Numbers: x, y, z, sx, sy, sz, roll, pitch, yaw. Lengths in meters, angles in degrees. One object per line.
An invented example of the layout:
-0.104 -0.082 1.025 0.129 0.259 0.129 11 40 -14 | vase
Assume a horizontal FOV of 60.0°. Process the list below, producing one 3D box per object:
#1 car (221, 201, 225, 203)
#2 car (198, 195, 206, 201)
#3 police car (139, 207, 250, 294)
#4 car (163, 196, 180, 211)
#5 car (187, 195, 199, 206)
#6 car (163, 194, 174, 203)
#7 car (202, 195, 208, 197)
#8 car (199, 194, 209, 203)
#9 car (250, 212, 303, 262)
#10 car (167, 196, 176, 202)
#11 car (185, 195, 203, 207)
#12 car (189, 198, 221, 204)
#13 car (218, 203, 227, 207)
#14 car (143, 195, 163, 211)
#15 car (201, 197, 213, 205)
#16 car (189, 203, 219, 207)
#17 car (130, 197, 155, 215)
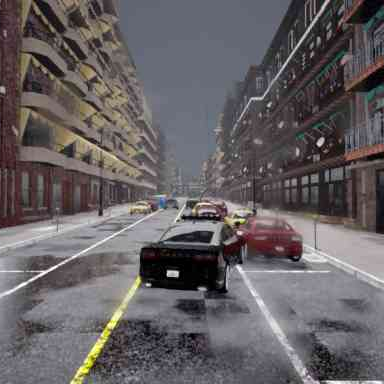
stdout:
2.666 1.591 34.197 1.887 1.381 4.507 1 0 0 | car
2.765 1.682 89.507 1.967 1.590 4.097 1 0 0 | car
0.298 1.431 9.129 1.930 1.638 5.238 0 0 15 | police car
-2.647 1.591 42.901 1.812 1.442 4.674 0 0 0 | car
0.142 1.467 59.439 2.097 1.767 4.553 0 0 0 | car
-5.116 1.482 72.992 2.192 1.841 5.009 1 0 0 | car
2.719 1.649 56.320 1.887 1.381 4.507 1 0 0 | car
2.742 1.504 78.444 2.192 1.841 5.009 1 0 0 | car
2.613 1.554 12.074 1.887 1.381 4.507 1 0 0 | car
-5.097 1.781 84.053 1.947 1.339 4.313 1 0 0 | car
0.120 1.550 45.600 1.882 1.535 5.008 0 0 0 | car
0.885 1.482 24.941 1.801 1.575 5.366 0 0 0 | car
2.628 1.541 17.776 1.752 1.417 4.829 1 0 0 | car
-5.195 1.373 39.811 2.192 1.841 5.009 2 0 0 | car
2.732 1.669 61.850 1.887 1.381 4.507 1 0 0 | car
0.870 1.543 18.747 1.812 1.442 4.674 0 0 0 | car
-5.214 1.571 34.109 1.752 1.417 4.829 2 0 0 | car
